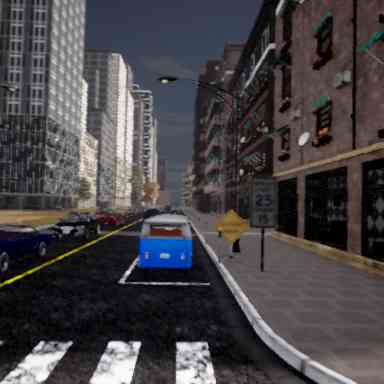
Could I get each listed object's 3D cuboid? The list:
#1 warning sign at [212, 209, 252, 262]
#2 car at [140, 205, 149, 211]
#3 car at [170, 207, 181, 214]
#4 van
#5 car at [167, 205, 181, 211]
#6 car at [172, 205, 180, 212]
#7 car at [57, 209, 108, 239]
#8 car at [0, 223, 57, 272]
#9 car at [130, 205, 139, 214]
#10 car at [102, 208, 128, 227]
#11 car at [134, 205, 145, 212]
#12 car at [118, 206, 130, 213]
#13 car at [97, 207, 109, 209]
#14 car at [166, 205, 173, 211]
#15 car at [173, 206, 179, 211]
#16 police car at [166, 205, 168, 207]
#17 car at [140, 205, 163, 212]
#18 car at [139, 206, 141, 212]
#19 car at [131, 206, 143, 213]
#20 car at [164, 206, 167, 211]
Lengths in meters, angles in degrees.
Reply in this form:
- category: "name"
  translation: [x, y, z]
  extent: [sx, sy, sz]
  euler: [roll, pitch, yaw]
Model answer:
- category: "warning sign"
  translation: [1.465, 1.582, 12.450]
  extent: [1.300, 1.860, 1.060]
  euler: [1, -2, -2]
- category: "car"
  translation: [-12.648, 4.228, 88.551]
  extent: [1.752, 1.417, 4.829]
  euler: [2, -2, -2]
- category: "car"
  translation: [-3.317, 3.745, 66.984]
  extent: [2.008, 1.369, 4.403]
  euler: [2, -2, -2]
- category: "van"
  translation: [-0.886, 1.724, 11.747]
  extent: [1.690, 1.788, 3.998]
  euler: [2, -2, -2]
- category: "car"
  translation: [-3.074, 3.562, 61.459]
  extent: [2.008, 1.369, 4.403]
  euler: [2, -2, -2]
- category: "car"
  translation: [-4.042, 4.188, 83.559]
  extent: [1.967, 1.590, 4.097]
  euler: [2, -2, -2]
- category: "car"
  translation: [-7.087, 2.025, 20.934]
  extent: [2.128, 1.511, 4.902]
  euler: [2, -2, -3]
- category: "car"
  translation: [-6.684, 1.834, 11.667]
  extent: [1.895, 1.301, 4.718]
  euler: [2, -2, -2]
- category: "car"
  translation: [-11.444, 3.337, 61.100]
  extent: [2.008, 1.369, 4.403]
  euler: [2, -2, -2]
- category: "car"
  translation: [-7.524, 2.461, 30.996]
  extent: [1.895, 1.301, 4.718]
  euler: [2, -2, -2]
- category: "car"
  translation: [-12.171, 3.882, 77.672]
  extent: [1.887, 1.381, 4.507]
  euler: [2, -2, -2]
- category: "car"
  translation: [-10.950, 2.940, 49.882]
  extent: [1.752, 1.417, 4.829]
  euler: [2, -2, -2]
- category: "car"
  translation: [-10.471, 2.497, 39.005]
  extent: [1.967, 1.590, 4.097]
  euler: [2, -2, -2]
- category: "car"
  translation: [-6.218, 4.453, 92.328]
  extent: [1.801, 1.575, 5.366]
  euler: [2, -2, -2]
- category: "car"
  translation: [-4.531, 4.702, 94.603]
  extent: [1.802, 1.307, 4.206]
  euler: [2, -2, -2]
- category: "police car"
  translation: [-5.868, 4.082, 82.285]
  extent: [1.930, 1.638, 5.238]
  euler: [1, -2, -1]
- category: "car"
  translation: [-4.809, 2.735, 40.678]
  extent: [1.882, 1.535, 5.008]
  euler: [2, -2, -2]
- category: "car"
  translation: [-11.683, 3.409, 66.628]
  extent: [1.967, 1.590, 4.097]
  euler: [2, -2, -2]
- category: "car"
  translation: [-11.929, 3.703, 72.147]
  extent: [2.008, 1.369, 4.403]
  euler: [2, -2, -2]
- category: "car"
  translation: [-5.325, 3.212, 51.443]
  extent: [1.895, 1.301, 4.718]
  euler: [2, -2, -2]
